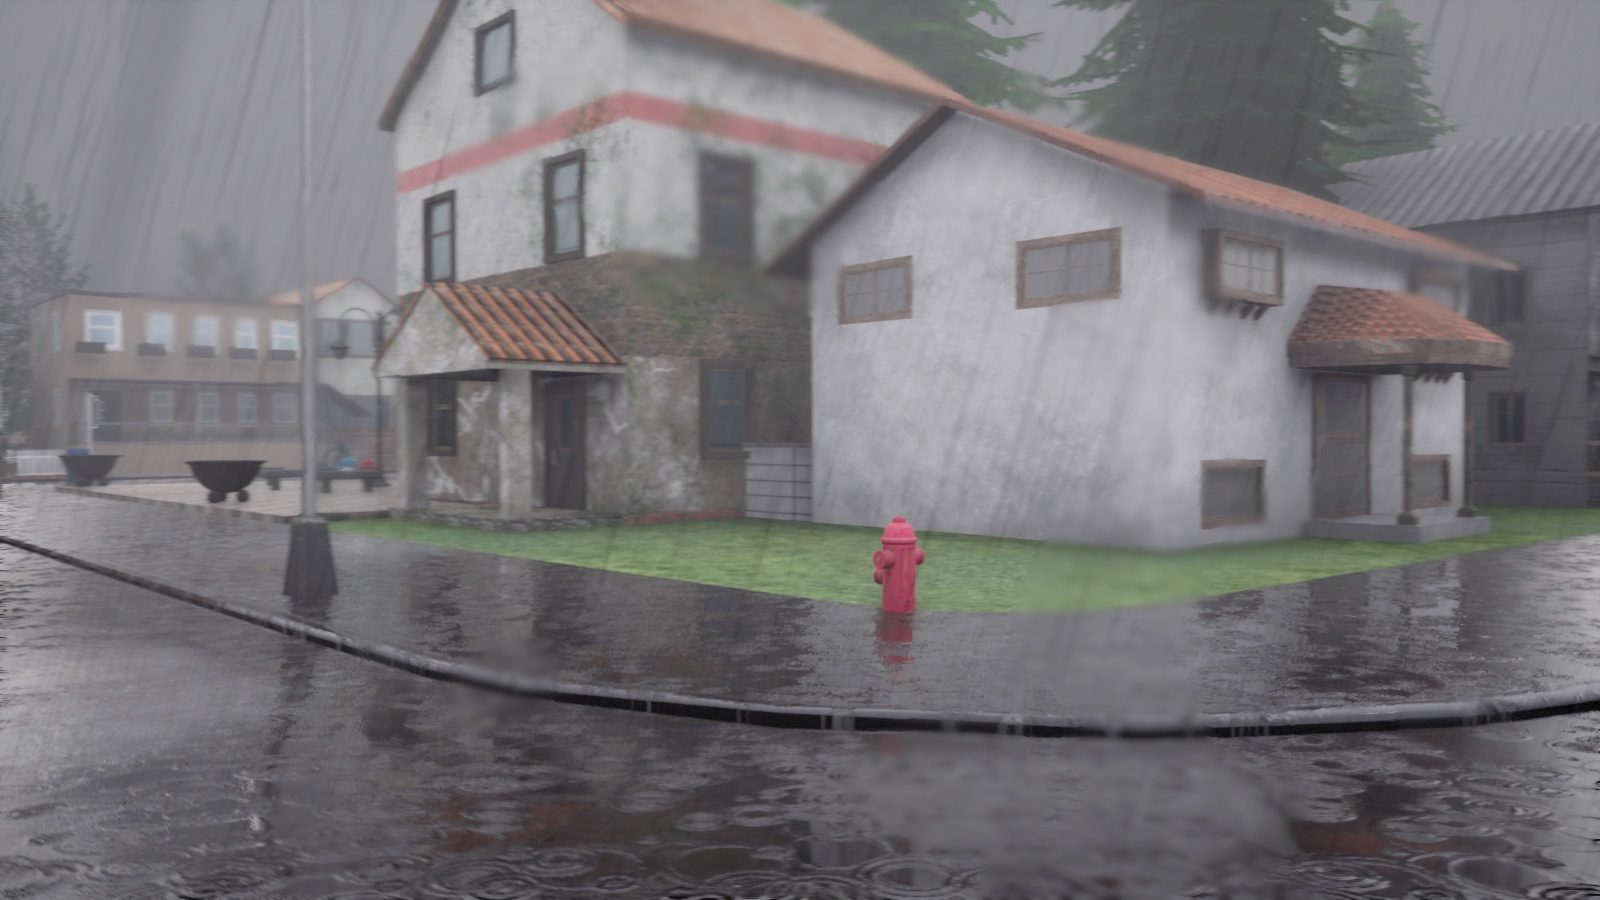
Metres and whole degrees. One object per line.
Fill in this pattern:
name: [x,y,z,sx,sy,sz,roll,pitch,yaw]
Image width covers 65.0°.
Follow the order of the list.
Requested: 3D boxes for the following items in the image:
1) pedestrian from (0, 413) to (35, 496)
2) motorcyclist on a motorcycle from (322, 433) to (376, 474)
pedestrian: [-18.827,0.098,29.843,0.873,1.952,0.659,0,1,7]
motorcyclist on a motorcycle: [-17.928,0.119,49.929,1.817,1.590,0.866,0,1,-42]
